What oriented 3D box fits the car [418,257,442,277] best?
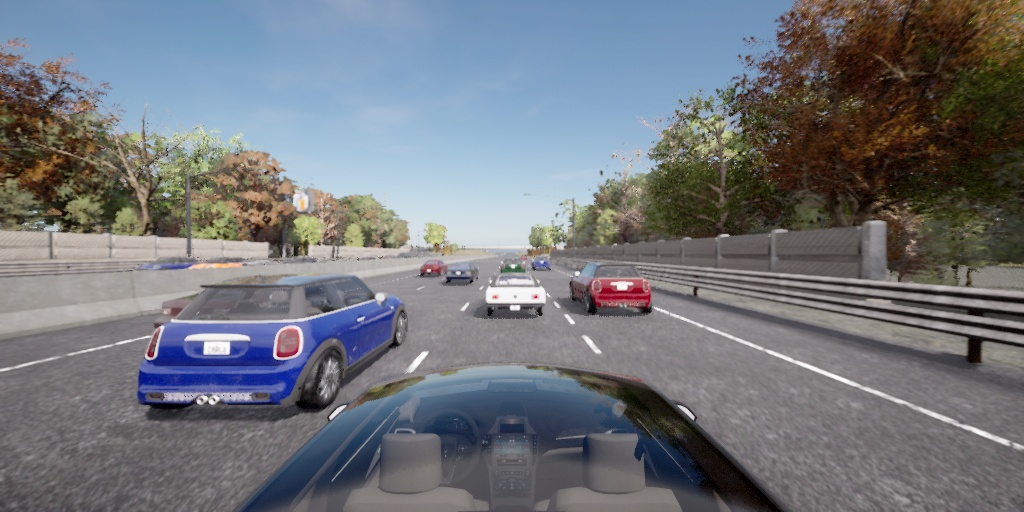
[{"bbox_3d":[-6.908,1.038,32.106,1.812,1.442,4.674,0,0,0],"label":"car"}]

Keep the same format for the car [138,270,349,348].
[{"bbox_3d":[-6.905,1.229,10.270,2.033,1.411,5.357,0,0,0],"label":"car"}]

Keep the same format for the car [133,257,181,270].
[{"bbox_3d":[-28.101,0.884,29.431,2.097,1.767,4.553,0,0,0],"label":"car"}]

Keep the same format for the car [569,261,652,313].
[{"bbox_3d":[3.497,1.004,13.521,2.097,1.767,4.553,0,0,0],"label":"car"}]

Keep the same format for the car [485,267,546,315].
[{"bbox_3d":[0.097,1.261,13.110,1.895,1.301,4.718,0,0,0],"label":"car"}]

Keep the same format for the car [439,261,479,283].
[{"bbox_3d":[-3.408,1.113,25.280,2.033,1.411,5.357,0,0,0],"label":"car"}]

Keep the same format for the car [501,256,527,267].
[{"bbox_3d":[0.092,0.876,30.732,2.097,1.767,4.553,0,0,0],"label":"car"}]

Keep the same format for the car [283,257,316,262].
[{"bbox_3d":[-17.604,0.886,29.186,2.097,1.767,4.553,0,0,0],"label":"car"}]

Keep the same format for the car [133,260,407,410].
[{"bbox_3d":[-3.401,1.066,6.258,2.097,1.767,4.553,0,0,0],"label":"car"}]

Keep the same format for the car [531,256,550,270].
[{"bbox_3d":[3.488,0.770,44.168,2.097,1.767,4.553,0,0,0],"label":"car"}]

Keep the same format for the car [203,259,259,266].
[{"bbox_3d":[-21.106,1.143,28.119,1.895,1.301,4.718,0,0,0],"label":"car"}]

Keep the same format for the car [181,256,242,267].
[{"bbox_3d":[-24.601,0.878,30.265,2.097,1.767,4.553,0,0,0],"label":"car"}]
